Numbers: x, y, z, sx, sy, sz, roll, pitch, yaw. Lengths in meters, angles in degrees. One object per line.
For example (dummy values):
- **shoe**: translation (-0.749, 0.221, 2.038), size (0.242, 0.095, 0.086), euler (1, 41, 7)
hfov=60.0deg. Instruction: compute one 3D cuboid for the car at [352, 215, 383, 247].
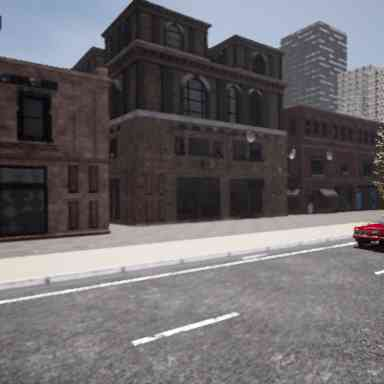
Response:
- **car**: translation (8.734, 1.607, 13.896), size (4.718, 1.301, 1.895), euler (0, 0, -35)
